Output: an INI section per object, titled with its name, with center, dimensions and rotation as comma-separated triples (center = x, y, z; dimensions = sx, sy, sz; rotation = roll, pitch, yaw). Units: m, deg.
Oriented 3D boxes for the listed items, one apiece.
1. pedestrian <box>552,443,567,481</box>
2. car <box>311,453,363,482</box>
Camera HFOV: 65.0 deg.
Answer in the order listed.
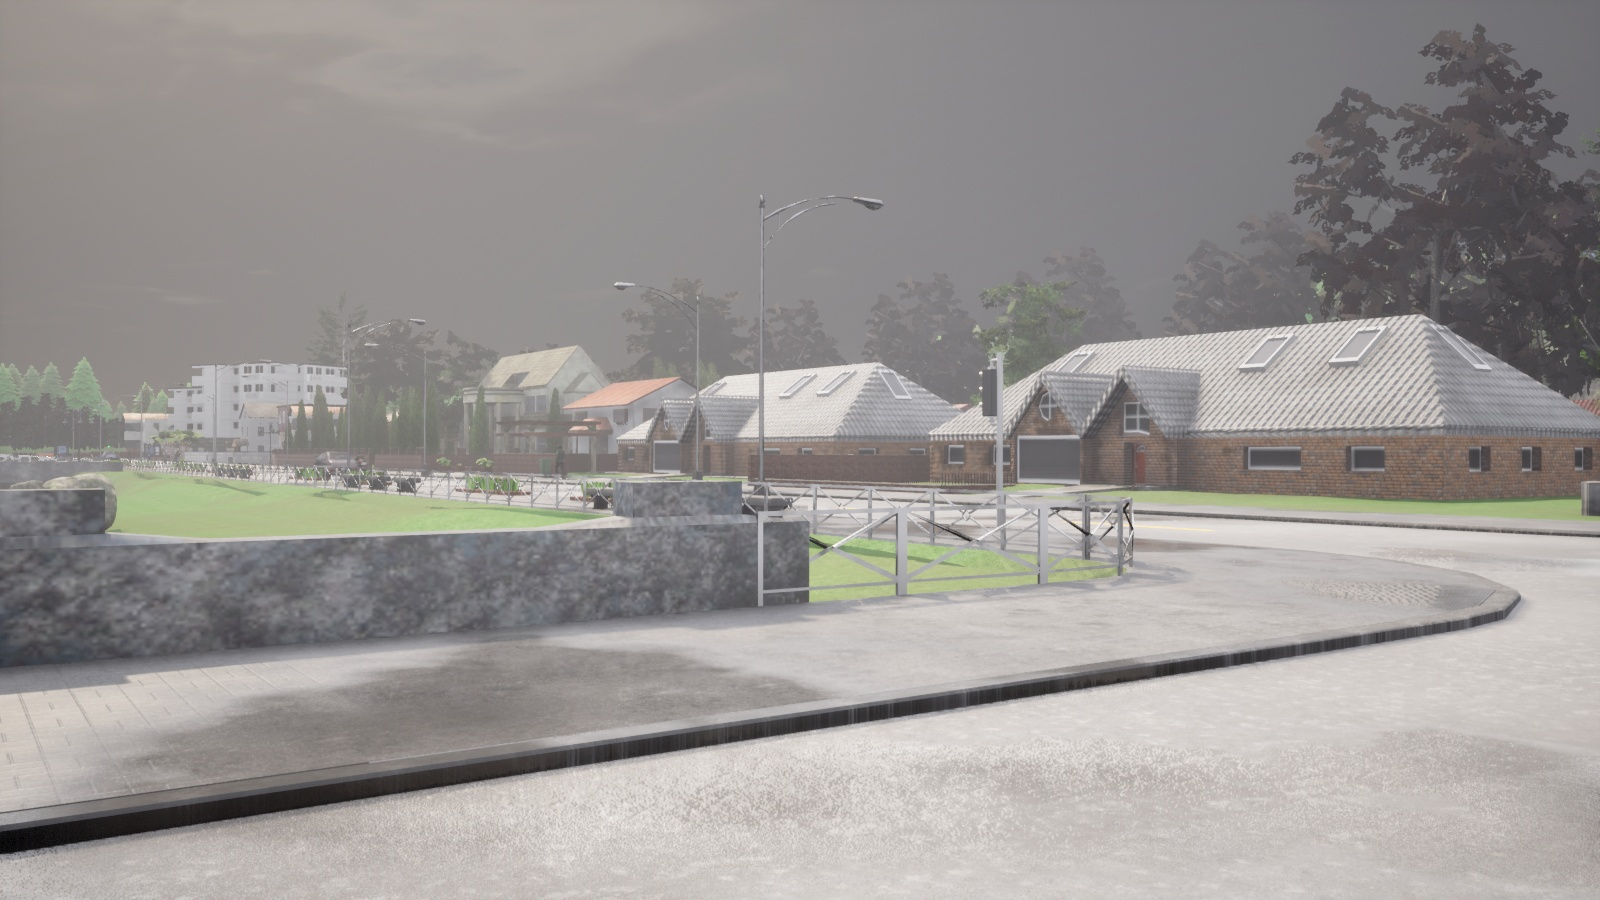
[pedestrian]
center = -12.422, 0.640, 64.794
dimensions = 0.423, 1.949, 0.788
rotation = 0, 0, -37
[car]
center = -25.309, 0.945, 68.592
dimensions = 1.789, 1.549, 3.705
rotation = 0, 0, -35
